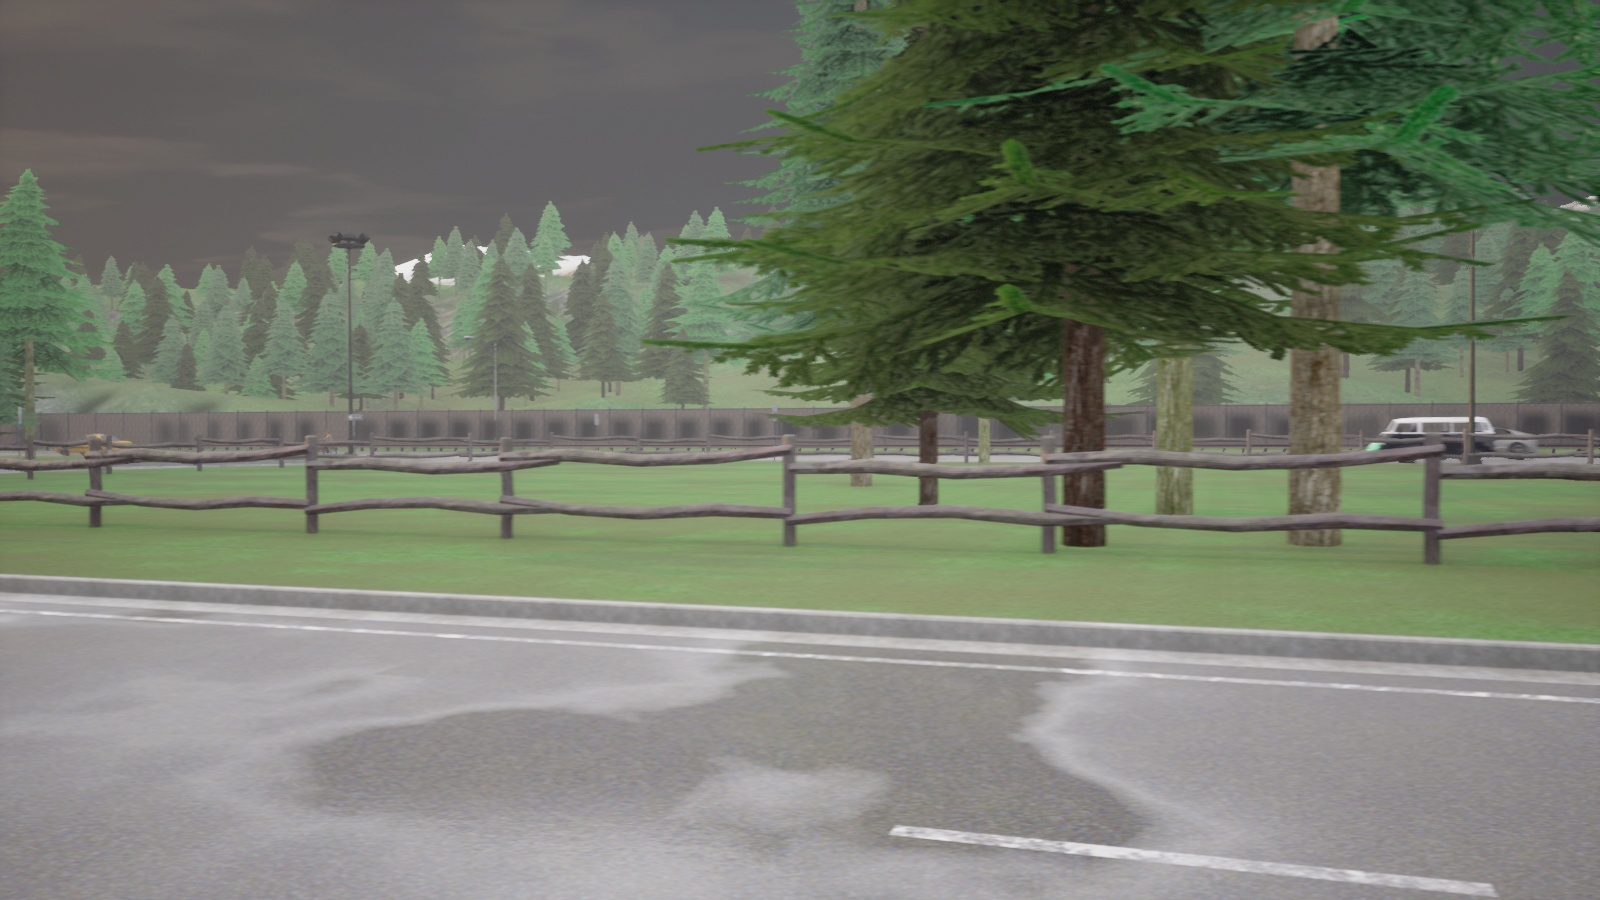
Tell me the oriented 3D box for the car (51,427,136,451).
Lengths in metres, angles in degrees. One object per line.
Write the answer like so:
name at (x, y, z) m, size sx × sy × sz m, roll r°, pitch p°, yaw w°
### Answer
car at (-46.697, -0.740, 83.002) m, size 5.366 × 1.575 × 1.801 m, roll 1°, pitch 1°, yaw 18°

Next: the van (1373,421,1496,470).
van at (27.516, -0.219, 54.608) m, size 4.480 × 2.038 × 2.069 m, roll 1°, pitch 1°, yaw 18°

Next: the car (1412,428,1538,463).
car at (32.375, -0.240, 60.368) m, size 5.027 × 1.651 × 2.152 m, roll 1°, pitch 1°, yaw 18°
